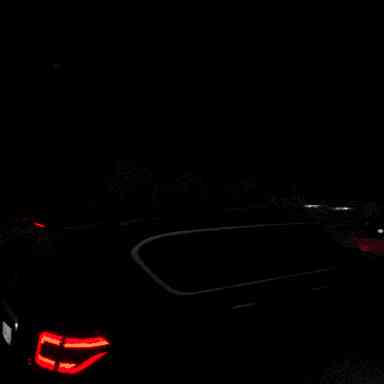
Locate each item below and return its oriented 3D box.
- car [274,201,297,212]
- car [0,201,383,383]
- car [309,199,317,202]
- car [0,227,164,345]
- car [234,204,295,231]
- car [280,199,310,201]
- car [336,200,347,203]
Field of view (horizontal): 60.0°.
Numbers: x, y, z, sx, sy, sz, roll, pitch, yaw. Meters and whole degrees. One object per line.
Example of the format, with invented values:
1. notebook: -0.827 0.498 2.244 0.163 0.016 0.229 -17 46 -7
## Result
1. car: 12.547 1.931 44.567 1.895 1.301 4.718 0 -1 29
2. car: 0.638 1.235 4.314 5.566 2.045 2.150 1 0 -38
3. car: 25.816 2.180 71.674 1.994 1.385 4.181 0 -1 12
4. car: -3.324 1.551 5.808 5.357 1.411 2.033 0 0 -36
5. car: 5.086 1.629 22.767 1.837 1.490 4.892 0 0 43
6. car: 10.437 1.761 34.754 1.812 1.442 4.674 0 -1 35
7. car: 26.029 2.040 57.920 2.033 1.411 5.357 0 -1 19
